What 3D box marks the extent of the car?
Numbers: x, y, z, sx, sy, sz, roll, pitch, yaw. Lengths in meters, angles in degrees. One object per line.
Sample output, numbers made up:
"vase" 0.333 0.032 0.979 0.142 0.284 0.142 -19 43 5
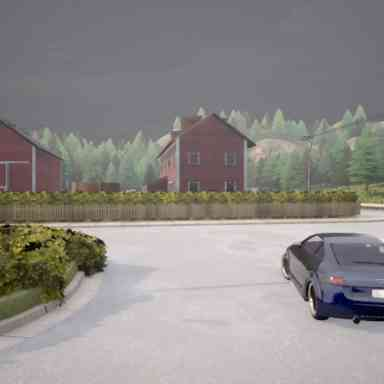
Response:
"car" 3.239 1.564 7.199 1.994 1.385 4.181 0 0 7
